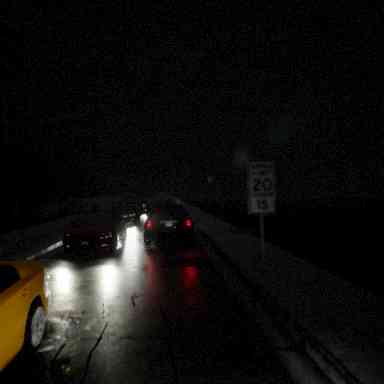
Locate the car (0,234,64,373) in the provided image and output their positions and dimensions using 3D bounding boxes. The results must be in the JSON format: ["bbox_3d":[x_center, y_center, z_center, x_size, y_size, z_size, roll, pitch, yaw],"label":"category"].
[{"bbox_3d":[-3.040,1.526,3.304,1.882,1.535,5.008,-1,0,-5],"label":"car"}]

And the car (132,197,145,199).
[{"bbox_3d":[-5.663,1.369,35.170,2.097,1.767,4.553,-1,0,-4],"label":"car"}]

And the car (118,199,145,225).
[{"bbox_3d":[-4.780,1.522,24.236,2.128,1.511,4.902,-1,0,-5],"label":"car"}]

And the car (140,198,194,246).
[{"bbox_3d":[-1.101,1.336,15.483,2.097,1.767,4.553,-1,0,-5],"label":"car"}]

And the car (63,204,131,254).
[{"bbox_3d":[-3.936,1.518,14.056,1.882,1.535,5.008,-1,0,-5],"label":"car"}]
